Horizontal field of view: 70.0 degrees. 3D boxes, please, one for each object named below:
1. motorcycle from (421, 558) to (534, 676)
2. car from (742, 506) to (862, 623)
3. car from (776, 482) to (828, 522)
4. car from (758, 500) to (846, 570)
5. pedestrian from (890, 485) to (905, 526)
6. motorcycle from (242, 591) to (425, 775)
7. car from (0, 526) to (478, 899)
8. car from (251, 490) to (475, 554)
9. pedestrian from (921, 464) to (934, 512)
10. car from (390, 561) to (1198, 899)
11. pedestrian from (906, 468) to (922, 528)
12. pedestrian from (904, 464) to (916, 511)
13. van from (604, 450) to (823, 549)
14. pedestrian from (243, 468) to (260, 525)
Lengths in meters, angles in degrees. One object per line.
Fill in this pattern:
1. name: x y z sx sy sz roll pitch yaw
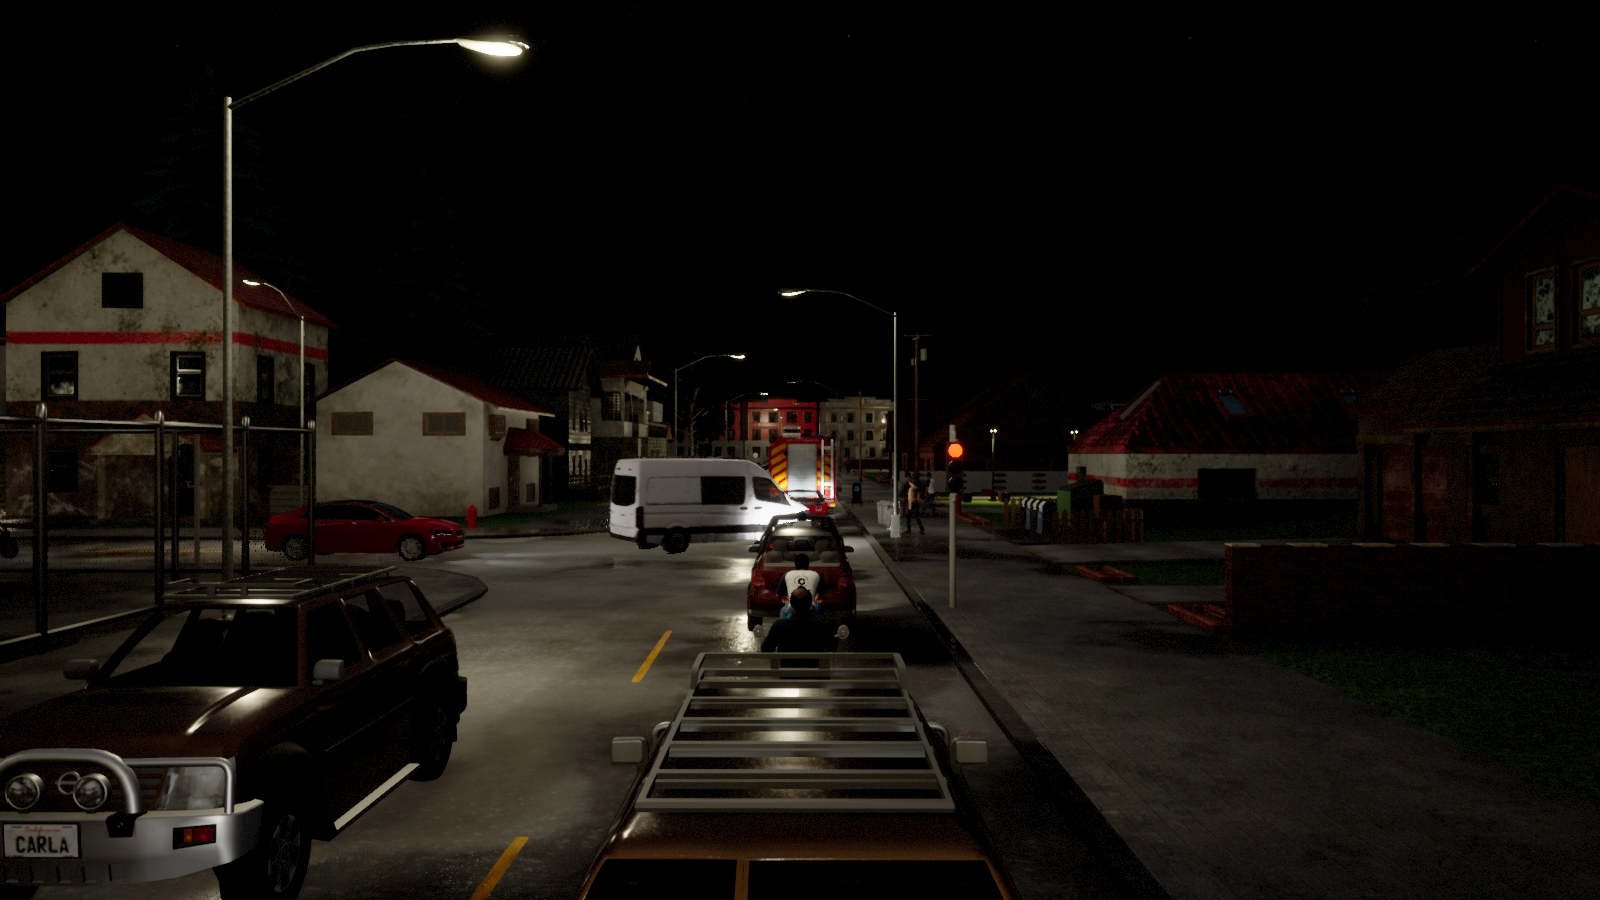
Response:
1. motorcycle: -3.894 1.987 13.966 0.803 1.145 2.033 0 0 0
2. car: 0.027 1.798 18.824 1.789 1.549 3.705 0 0 0
3. car: 0.075 1.919 43.286 1.895 1.301 4.718 0 0 0
4. car: 0.042 1.924 26.773 1.895 1.301 4.718 0 0 0
5. pedestrian: 3.136 1.790 36.804 0.375 1.300 0.375 0 0 31
6. motorcycle: -3.994 1.958 9.954 0.856 1.236 1.805 0 0 0
7. car: -3.983 1.640 8.349 1.932 1.855 4.605 0 0 0
8. car: -11.151 1.831 29.417 4.892 1.480 2.231 0 0 0
9. pedestrian: 5.076 1.507 45.406 0.375 1.860 0.375 0 0 -44
10. car: -0.006 1.641 5.035 1.932 1.855 4.605 0 0 0
11. pedestrian: 3.609 1.512 36.184 0.375 1.860 0.375 0 0 -38
12. pedestrian: 4.439 1.506 46.081 0.375 1.860 0.375 0 0 23
13. van: -2.379 1.302 32.326 5.915 2.561 1.988 0 1 -33
14. pedestrian: -18.007 1.510 37.534 0.375 1.860 0.375 0 0 0
